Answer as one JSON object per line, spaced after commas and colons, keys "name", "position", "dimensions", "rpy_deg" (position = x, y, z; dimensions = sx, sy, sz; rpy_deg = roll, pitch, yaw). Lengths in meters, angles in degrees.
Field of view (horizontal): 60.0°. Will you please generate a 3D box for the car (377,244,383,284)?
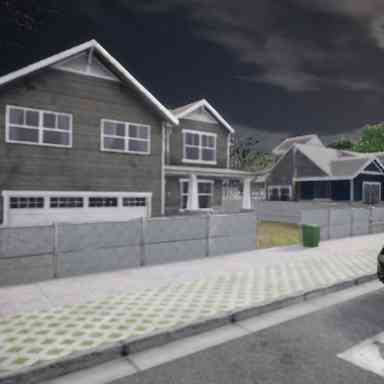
{"name": "car", "position": [6.577, 1.230, 7.731], "dimensions": [5.566, 2.045, 2.150], "rpy_deg": [0, 0, -35]}
